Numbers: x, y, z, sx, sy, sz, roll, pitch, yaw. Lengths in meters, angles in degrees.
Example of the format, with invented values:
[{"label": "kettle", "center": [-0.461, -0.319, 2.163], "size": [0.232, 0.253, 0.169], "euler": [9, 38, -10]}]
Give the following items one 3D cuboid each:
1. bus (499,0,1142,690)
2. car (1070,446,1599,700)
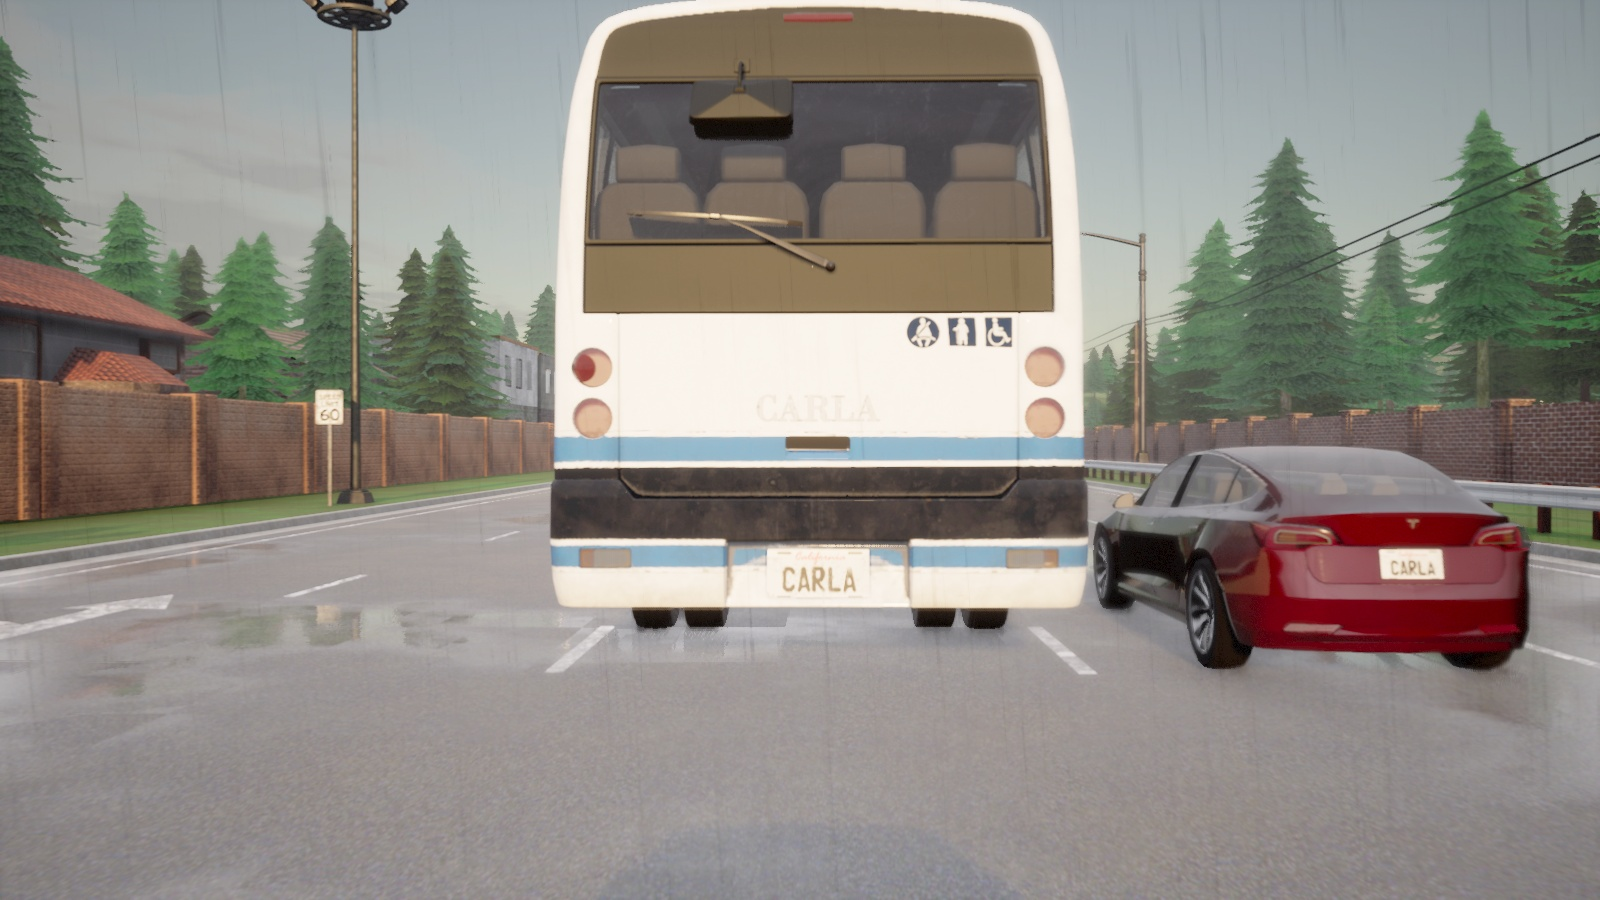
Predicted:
[{"label": "bus", "center": [0.214, -0.680, 12.846], "size": [3.944, 4.253, 10.273], "euler": [0, 0, 1]}, {"label": "car", "center": [3.657, 0.711, 9.777], "size": [2.163, 1.488, 4.792], "euler": [0, 0, 1]}]
